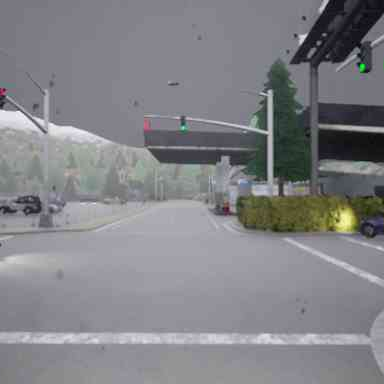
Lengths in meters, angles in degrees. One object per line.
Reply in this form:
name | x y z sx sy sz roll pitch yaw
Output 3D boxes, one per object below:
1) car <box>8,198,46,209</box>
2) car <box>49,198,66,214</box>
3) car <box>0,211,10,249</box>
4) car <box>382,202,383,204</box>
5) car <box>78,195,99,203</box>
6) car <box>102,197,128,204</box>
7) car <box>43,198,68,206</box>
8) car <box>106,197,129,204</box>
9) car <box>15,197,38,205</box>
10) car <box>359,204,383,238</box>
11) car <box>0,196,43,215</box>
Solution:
car | -24.003 1.651 48.534 4.514 1.523 2.007 0 0 0
car | -16.168 1.624 36.158 3.806 1.475 1.970 0 0 0
car | -8.958 1.432 10.259 5.357 1.411 2.033 0 0 -1
car | 17.242 1.717 32.468 2.242 1.667 4.611 0 0 0
car | -28.438 1.887 91.072 5.566 2.045 2.150 0 0 -1
car | -16.407 1.843 70.414 5.027 1.636 2.152 0 0 0
car | -24.016 1.745 58.526 3.633 1.501 1.845 0 0 0
car | -16.477 1.874 73.550 4.514 1.523 2.007 0 0 0
car | -35.073 1.896 70.458 3.806 1.475 1.970 0 0 0
car | 9.722 1.441 14.591 1.812 1.442 4.674 0 -1 -25
car | -16.761 1.316 32.832 3.866 1.878 1.905 0 0 0
